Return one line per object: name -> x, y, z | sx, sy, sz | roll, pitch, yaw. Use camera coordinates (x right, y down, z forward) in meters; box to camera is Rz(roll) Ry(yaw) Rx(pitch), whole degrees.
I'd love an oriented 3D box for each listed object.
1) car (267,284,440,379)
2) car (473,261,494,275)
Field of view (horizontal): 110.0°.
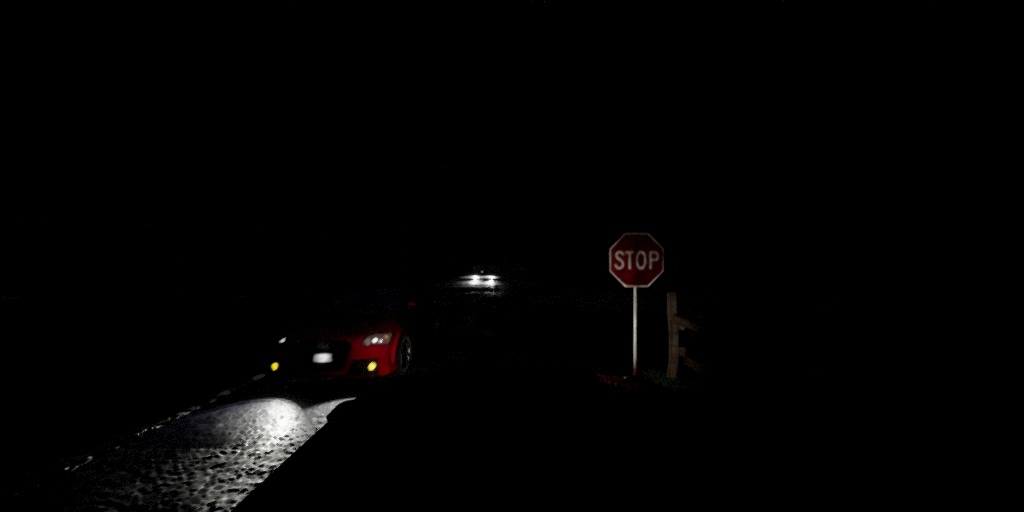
car -> -2.748, 1.280, 7.196 | 1.994, 1.385, 4.181 | 0, 0, 0
car -> -2.752, 1.130, 35.197 | 1.895, 1.301, 4.718 | 0, 0, 0
